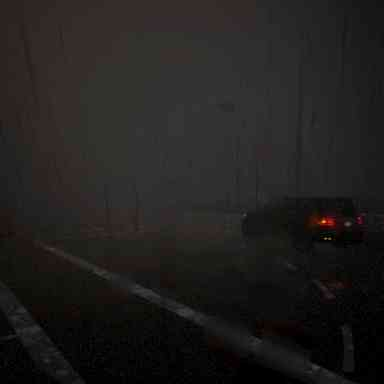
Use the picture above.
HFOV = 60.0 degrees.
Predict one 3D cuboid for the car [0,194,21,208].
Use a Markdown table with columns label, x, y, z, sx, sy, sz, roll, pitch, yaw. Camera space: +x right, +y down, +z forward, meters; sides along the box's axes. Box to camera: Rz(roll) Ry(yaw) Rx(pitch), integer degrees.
| label | x | y | z | sx | sy | sz | roll | pitch | yaw |
| --- | --- | --- | --- | --- | --- | --- | --- | --- | --- |
| car | -27.779 | 1.353 | 50.364 | 2.150 | 2.045 | 5.566 | 0 | 0 | -34 |

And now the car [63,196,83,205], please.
| label | x | y | z | sx | sy | sz | roll | pitch | yaw |
| --- | --- | --- | --- | --- | --- | --- | --- | --- | --- |
| car | -21.921 | 1.591 | 60.385 | 1.837 | 1.490 | 4.892 | 0 | 0 | -34 |

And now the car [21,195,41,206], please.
| label | x | y | z | sx | sy | sz | roll | pitch | yaw |
| --- | --- | --- | --- | --- | --- | --- | --- | --- | --- |
| car | -27.643 | 1.673 | 56.432 | 2.033 | 1.411 | 5.357 | 0 | 0 | -34 |

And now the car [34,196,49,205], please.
| label | x | y | z | sx | sy | sz | roll | pitch | yaw |
| --- | --- | --- | --- | --- | --- | --- | --- | --- | --- |
| car | -29.842 | 1.609 | 65.782 | 1.882 | 1.535 | 5.008 | 0 | 0 | -34 |

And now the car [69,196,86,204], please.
| label | x | y | z | sx | sy | sz | roll | pitch | yaw |
| --- | --- | --- | --- | --- | --- | --- | --- | --- | --- |
| car | -24.119 | 1.631 | 69.815 | 2.033 | 1.411 | 5.357 | 0 | 0 | -34 |

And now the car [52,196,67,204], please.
| label | x | y | z | sx | sy | sz | roll | pitch | yaw |
| --- | --- | --- | --- | --- | --- | --- | --- | --- | --- |
| car | -27.022 | 1.611 | 67.860 | 1.837 | 1.490 | 4.892 | 0 | 0 | -34 |

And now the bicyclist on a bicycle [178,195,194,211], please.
| label | x | y | z | sx | sy | sz | roll | pitch | yaw |
| --- | --- | --- | --- | --- | --- | --- | --- | --- | --- |
| bicyclist on a bicycle | -0.531 | 1.423 | 38.470 | 1.656 | 1.620 | 0.582 | -1 | 0 | -22 |

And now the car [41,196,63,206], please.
| label | x | y | z | sx | sy | sz | roll | pitch | yaw |
| --- | --- | --- | --- | --- | --- | --- | --- | --- | --- |
| car | -24.417 | 1.582 | 57.903 | 1.882 | 1.535 | 5.008 | 0 | 0 | -34 |

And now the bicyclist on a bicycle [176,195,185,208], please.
| label | x | y | z | sx | sy | sz | roll | pitch | yaw |
| --- | --- | --- | --- | --- | --- | --- | --- | --- | --- |
| bicyclist on a bicycle | -1.475 | 1.271 | 43.389 | 0.582 | 1.620 | 1.656 | 0 | 0 | 22 |

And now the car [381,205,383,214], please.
| label | x | y | z | sx | sy | sz | roll | pitch | yaw |
| --- | --- | --- | --- | --- | --- | --- | --- | --- | --- |
| car | 19.911 | 1.409 | 31.826 | 4.181 | 1.385 | 1.994 | 0 | 0 | -35 |

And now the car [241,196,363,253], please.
| label | x | y | z | sx | sy | sz | roll | pitch | yaw |
| --- | --- | --- | --- | --- | --- | --- | --- | --- | --- |
| car | 4.243 | 1.183 | 13.826 | 2.150 | 2.045 | 5.566 | 0 | 0 | -24 |

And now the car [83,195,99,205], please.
| label | x | y | z | sx | sy | sz | roll | pitch | yaw |
| --- | --- | --- | --- | --- | --- | --- | --- | --- | --- |
| car | -18.971 | 1.417 | 62.183 | 2.097 | 1.767 | 4.553 | 0 | 0 | -34 |
